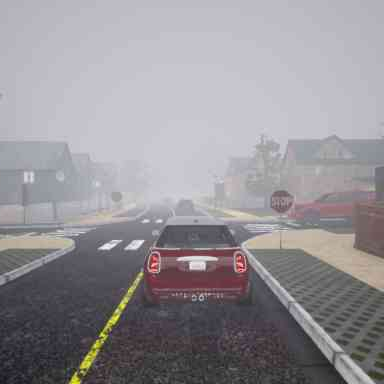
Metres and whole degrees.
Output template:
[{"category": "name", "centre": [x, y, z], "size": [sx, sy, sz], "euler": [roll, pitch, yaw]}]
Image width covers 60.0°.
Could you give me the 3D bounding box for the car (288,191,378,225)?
[{"category": "car", "centre": [9.172, 0.979, 21.641], "size": [5.566, 2.045, 2.150], "euler": [-1, 0, 3]}]

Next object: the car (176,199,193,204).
[{"category": "car", "centre": [-0.888, 1.600, 41.497], "size": [1.882, 1.535, 5.008], "euler": [0, 0, -5]}]

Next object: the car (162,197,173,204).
[{"category": "car", "centre": [-5.300, 1.853, 71.346], "size": [1.837, 1.490, 4.892], "euler": [0, -1, -13]}]

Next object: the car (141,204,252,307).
[{"category": "car", "centre": [0.045, 1.353, 8.151], "size": [2.097, 1.767, 4.553], "euler": [0, 0, -1]}]
